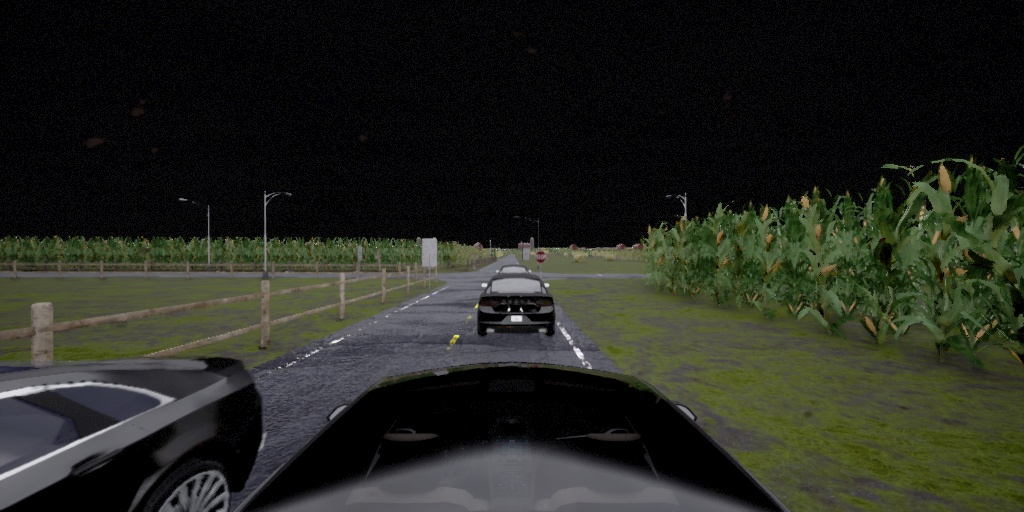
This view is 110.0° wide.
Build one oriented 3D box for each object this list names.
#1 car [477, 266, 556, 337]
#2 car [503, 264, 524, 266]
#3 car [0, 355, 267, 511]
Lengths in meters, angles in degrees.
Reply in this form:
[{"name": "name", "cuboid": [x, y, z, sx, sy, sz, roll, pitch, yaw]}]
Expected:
[{"name": "car", "cuboid": [0.103, 1.224, 10.346, 1.882, 1.535, 5.008, 0, 0, 0]}, {"name": "car", "cuboid": [0.103, 1.214, 20.449, 1.882, 1.535, 5.008, 0, 0, 0]}, {"name": "car", "cuboid": [-2.848, 1.242, 0.773, 2.128, 1.511, 4.902, 0, 0, 0]}]
